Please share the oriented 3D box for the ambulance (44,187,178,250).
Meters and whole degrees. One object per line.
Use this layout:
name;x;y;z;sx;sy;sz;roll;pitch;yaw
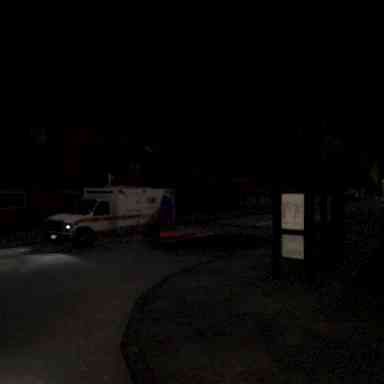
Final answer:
ambulance;-3.428;1.020;15.274;2.351;2.431;6.366;0;0;36
